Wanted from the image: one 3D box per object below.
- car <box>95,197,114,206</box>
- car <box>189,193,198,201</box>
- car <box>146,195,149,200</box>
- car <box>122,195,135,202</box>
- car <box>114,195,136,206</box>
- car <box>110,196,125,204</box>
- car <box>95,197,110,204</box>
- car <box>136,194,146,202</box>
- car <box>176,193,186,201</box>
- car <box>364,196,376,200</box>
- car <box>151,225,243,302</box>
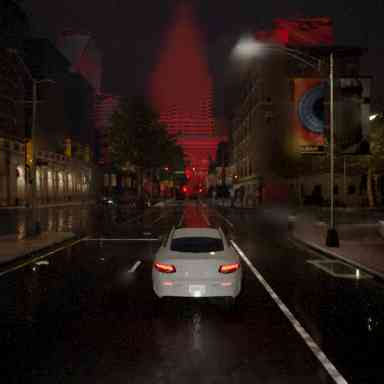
[{"bbox_3d":[-14.823,1.547,56.789,2.033,1.411,5.357,0,0,0],"label":"car"},{"bbox_3d":[0.400,1.355,86.898,2.097,1.767,4.553,0,0,0],"label":"car"},{"bbox_3d":[-11.147,1.355,76.757,2.097,1.767,4.553,0,0,0],"label":"car"},{"bbox_3d":[-14.647,1.478,76.742,1.882,1.535,5.008,0,0,0],"label":"car"},{"bbox_3d":[-11.324,1.478,56.724,1.882,1.535,5.008,0,0,0],"label":"car"},{"bbox_3d":[-14.711,1.505,66.328,1.837,1.490,4.892,0,0,1],"label":"car"},{"bbox_3d":[-17.943,1.595,66.873,1.895,1.301,4.718,0,0,0],"label":"car"},{"bbox_3d":[-11.214,1.547,66.537,2.033,1.411,5.357,0,0,1],"label":"car"},{"bbox_3d":[-3.098,1.552,87.296,1.994,1.385,4.181,0,0,0],"label":"car"},{"bbox_3d":[34.758,1.481,68.023,2.231,1.521,4.892,0,0,0],"label":"car"},{"bbox_3d":[0.114,1.526,8.122,1.812,1.442,4.674,0,0,1],"label":"car"}]
